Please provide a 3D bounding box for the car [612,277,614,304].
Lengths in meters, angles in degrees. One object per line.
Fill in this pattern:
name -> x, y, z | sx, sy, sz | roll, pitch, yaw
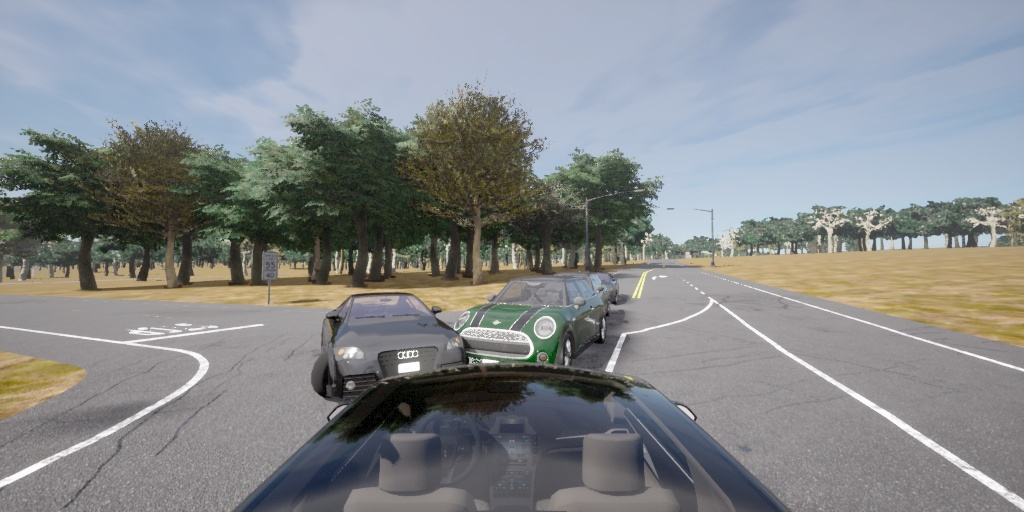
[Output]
car -> 2.032, 1.344, 12.088 | 2.097, 1.767, 4.553 | -1, -1, 21

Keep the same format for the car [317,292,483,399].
car -> -2.348, 1.375, 6.572 | 1.994, 1.385, 4.181 | 1, -2, -29

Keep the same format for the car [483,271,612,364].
car -> 0.624, 1.218, 7.776 | 2.097, 1.767, 4.553 | -1, -2, 26

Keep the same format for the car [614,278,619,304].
car -> 4.229, 1.509, 17.814 | 1.994, 1.385, 4.181 | -1, 0, 19
